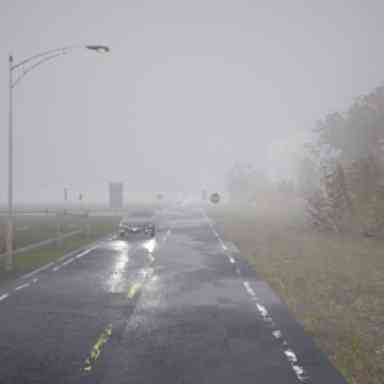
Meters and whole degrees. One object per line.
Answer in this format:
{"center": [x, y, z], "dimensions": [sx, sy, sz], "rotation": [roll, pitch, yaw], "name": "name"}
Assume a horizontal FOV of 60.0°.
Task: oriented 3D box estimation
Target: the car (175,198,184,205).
{"center": [-2.766, 2.031, 73.323], "dimensions": [1.812, 1.442, 4.674], "rotation": [0, 0, 0], "name": "car"}

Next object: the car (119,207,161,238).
{"center": [-2.827, 1.645, 18.864], "dimensions": [1.837, 1.490, 4.892], "rotation": [0, -1, 0], "name": "car"}
